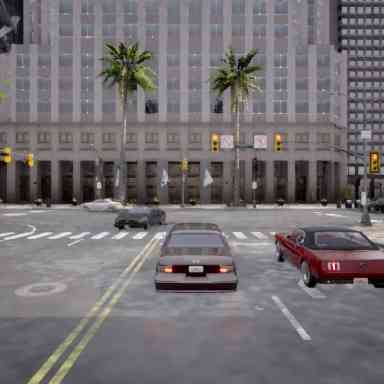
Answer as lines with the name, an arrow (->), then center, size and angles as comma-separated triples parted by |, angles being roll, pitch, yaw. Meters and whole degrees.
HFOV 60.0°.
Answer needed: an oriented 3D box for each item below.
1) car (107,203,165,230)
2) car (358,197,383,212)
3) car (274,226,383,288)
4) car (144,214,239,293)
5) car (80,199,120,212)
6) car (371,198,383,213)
car -> -3.097, 1.547, 21.095 | 2.033, 1.411, 5.357 | 0, 0, 12
car -> 21.393, 1.352, 37.834 | 4.553, 1.767, 2.097 | 0, 0, 0
car -> 3.641, 1.601, 9.257 | 1.895, 1.301, 4.718 | 0, 0, 2
car -> 0.095, 1.547, 8.989 | 2.033, 1.411, 5.357 | 0, 0, 0
car -> -10.349, 1.526, 37.969 | 4.674, 1.442, 1.812 | 0, 0, 0
car -> 21.660, 1.601, 34.332 | 4.718, 1.301, 1.895 | 0, 0, 0
